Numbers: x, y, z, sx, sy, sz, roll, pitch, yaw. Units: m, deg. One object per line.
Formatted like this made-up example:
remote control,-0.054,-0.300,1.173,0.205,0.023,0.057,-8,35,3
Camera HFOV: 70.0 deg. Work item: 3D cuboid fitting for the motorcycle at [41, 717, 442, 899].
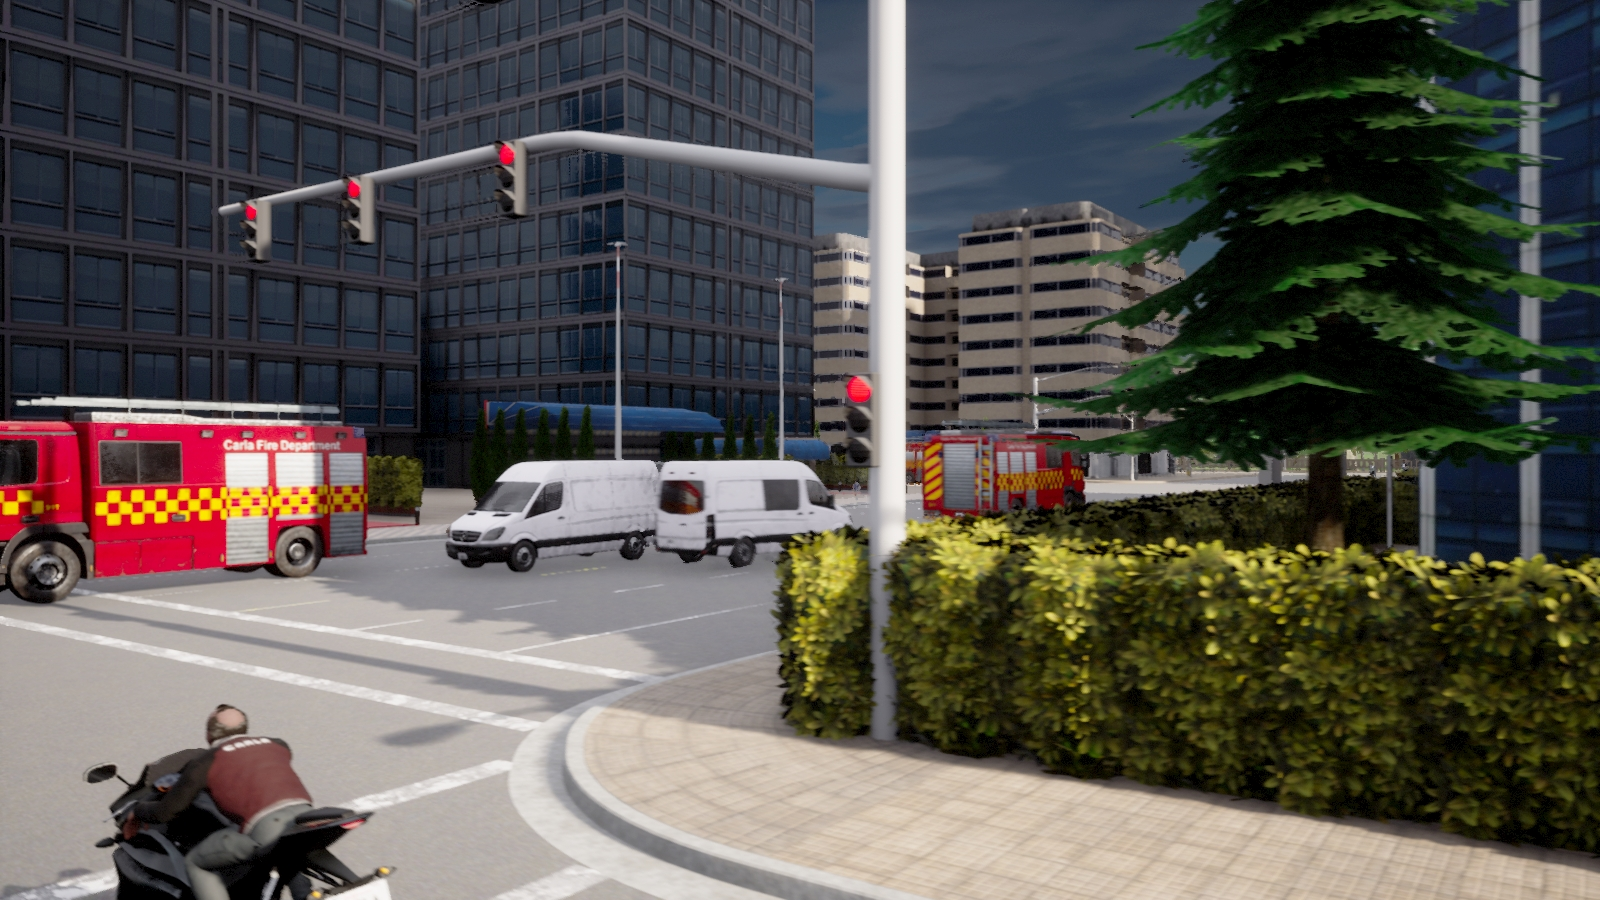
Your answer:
motorcycle,-2.884,2.210,5.801,2.209,1.251,0.867,0,0,35

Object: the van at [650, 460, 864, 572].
van,-0.942,1.548,29.244,1.988,2.561,5.915,-1,0,40

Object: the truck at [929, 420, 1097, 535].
truck,8.085,0.904,42.344,2.891,3.827,8.468,0,0,35

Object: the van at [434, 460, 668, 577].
van,-6.014,1.550,28.481,1.988,2.561,5.915,0,0,35

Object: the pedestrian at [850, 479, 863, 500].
pedestrian,3.031,2.100,61.260,0.500,1.100,0.500,0,0,33

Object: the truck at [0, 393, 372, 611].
truck,-13.400,0.908,23.503,2.891,3.827,8.468,0,0,34
